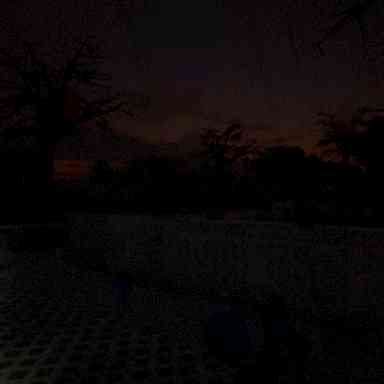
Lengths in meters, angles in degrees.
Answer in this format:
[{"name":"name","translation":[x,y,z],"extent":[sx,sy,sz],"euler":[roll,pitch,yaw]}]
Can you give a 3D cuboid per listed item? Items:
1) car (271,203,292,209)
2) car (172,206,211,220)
[{"name":"car","translation":[12.784,2.350,47.225],"extent":[1.812,1.442,4.674],"euler":[1,-1,37]},{"name":"car","translation":[-0.080,1.933,30.050],"extent":[1.994,1.385,4.181],"euler":[1,0,37]}]
